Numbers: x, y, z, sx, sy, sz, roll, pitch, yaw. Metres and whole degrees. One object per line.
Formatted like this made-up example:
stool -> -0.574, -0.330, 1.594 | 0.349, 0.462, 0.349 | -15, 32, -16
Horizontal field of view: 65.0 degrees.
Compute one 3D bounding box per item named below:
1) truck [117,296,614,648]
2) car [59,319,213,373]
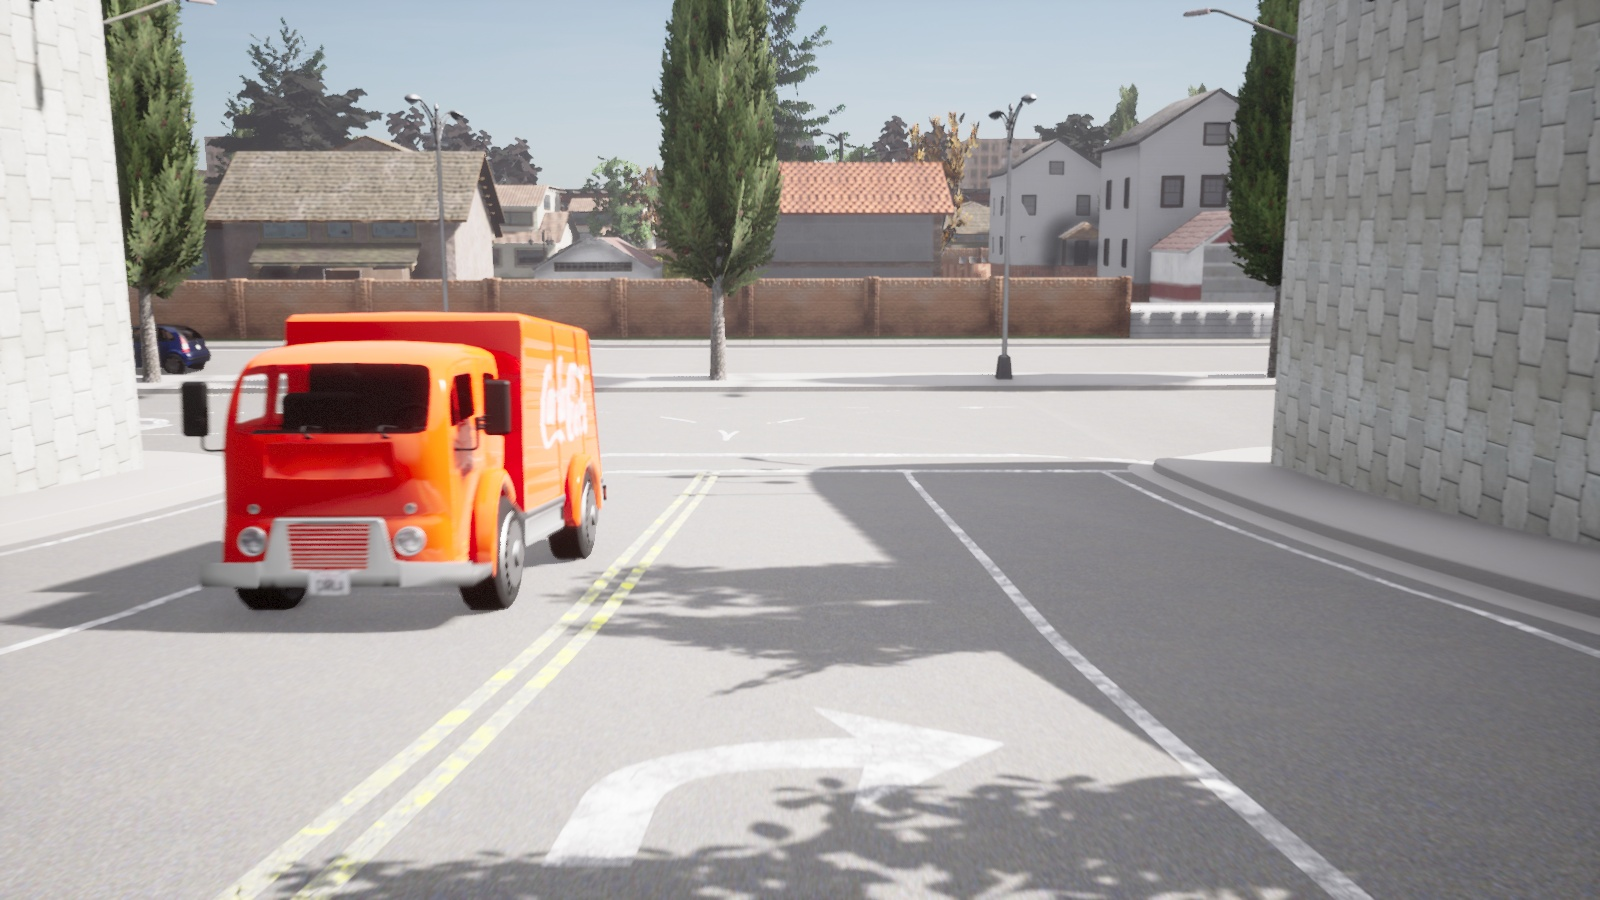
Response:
truck -> -3.420, 0.002, 11.415 | 2.627, 2.467, 5.204 | 0, 4, 0
car -> -22.023, -3.471, 41.780 | 3.988, 1.617, 1.851 | 0, 10, -1
